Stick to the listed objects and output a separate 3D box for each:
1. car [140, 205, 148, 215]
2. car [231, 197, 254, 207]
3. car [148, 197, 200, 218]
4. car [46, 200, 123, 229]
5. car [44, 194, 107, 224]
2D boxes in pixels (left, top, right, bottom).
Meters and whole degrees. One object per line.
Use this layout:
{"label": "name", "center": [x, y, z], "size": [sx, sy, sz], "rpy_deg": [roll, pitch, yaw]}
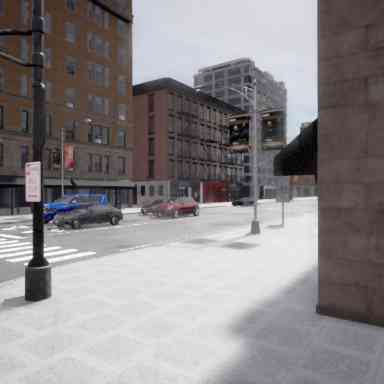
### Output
{"label": "car", "center": [-2.899, 1.429, 32.041], "size": [1.812, 1.442, 4.674], "rpy_deg": [0, 0, 35]}
{"label": "car", "center": [7.341, 1.428, 46.494], "size": [1.895, 1.301, 4.718], "rpy_deg": [0, 0, 36]}
{"label": "car", "center": [-1.290, 1.256, 28.678], "size": [2.097, 1.767, 4.553], "rpy_deg": [0, 0, 35]}
{"label": "car", "center": [-6.507, 1.468, 21.285], "size": [1.812, 1.442, 4.674], "rpy_deg": [0, 0, 37]}
{"label": "car", "center": [-8.507, 1.166, 24.091], "size": [2.150, 2.045, 5.566], "rpy_deg": [0, 0, 35]}
